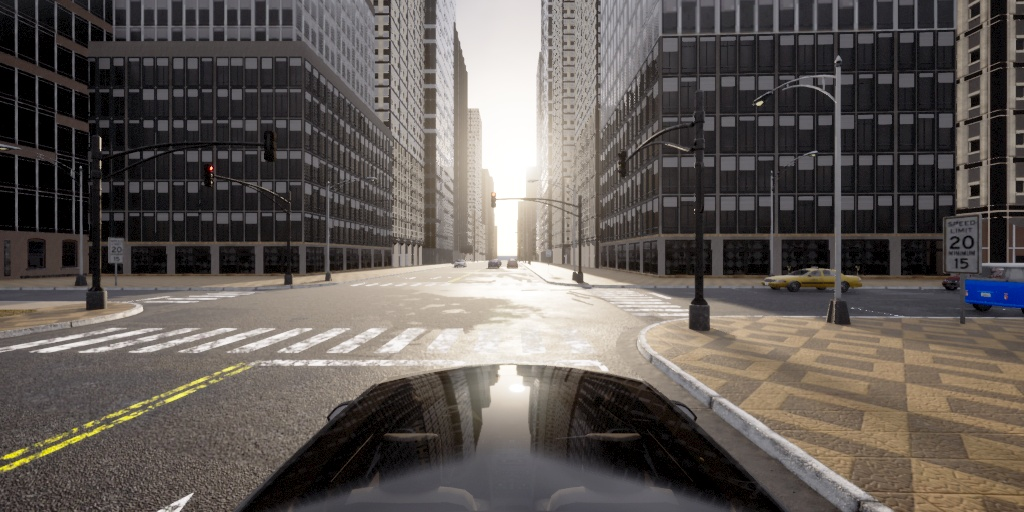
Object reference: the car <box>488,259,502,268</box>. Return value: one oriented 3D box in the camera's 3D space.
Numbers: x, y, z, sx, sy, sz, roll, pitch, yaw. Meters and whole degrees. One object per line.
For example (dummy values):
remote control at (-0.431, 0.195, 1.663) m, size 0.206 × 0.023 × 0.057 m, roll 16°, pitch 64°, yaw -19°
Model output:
car at (-3.167, 1.335, 62.806) m, size 1.882 × 1.535 × 5.008 m, roll 0°, pitch 0°, yaw 0°

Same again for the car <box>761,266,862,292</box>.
car at (17.113, 1.293, 20.612) m, size 4.829 × 1.417 × 1.751 m, roll 0°, pitch 0°, yaw 2°

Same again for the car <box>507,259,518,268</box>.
car at (0.084, 1.424, 63.635) m, size 1.994 × 1.385 × 4.181 m, roll 0°, pitch 0°, yaw 0°

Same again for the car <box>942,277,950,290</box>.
car at (26.947, 1.356, 20.114) m, size 4.207 × 1.307 × 1.802 m, roll 0°, pitch 0°, yaw 2°

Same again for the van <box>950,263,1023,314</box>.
van at (18.373, 1.119, 12.438) m, size 3.998 × 1.789 × 1.690 m, roll 0°, pitch 0°, yaw 2°
